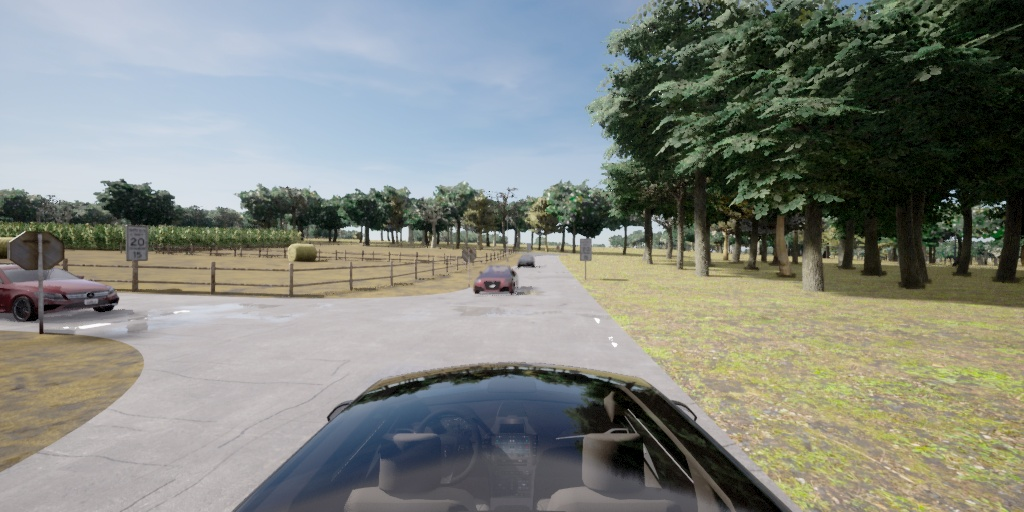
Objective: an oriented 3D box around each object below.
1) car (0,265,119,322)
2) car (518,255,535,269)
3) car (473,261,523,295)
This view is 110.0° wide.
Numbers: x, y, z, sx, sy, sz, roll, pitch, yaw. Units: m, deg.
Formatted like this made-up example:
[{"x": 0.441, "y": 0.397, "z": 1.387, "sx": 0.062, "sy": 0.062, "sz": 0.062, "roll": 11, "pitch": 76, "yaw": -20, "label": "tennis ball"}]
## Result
[{"x": -14.233, "y": 0.988, "z": 10.461, "sx": 4.674, "sy": 1.442, "sz": 1.812, "roll": 1, "pitch": 1, "yaw": 7, "label": "car"}, {"x": 1.747, "y": 0.638, "z": 42.595, "sx": 1.882, "sy": 1.535, "sz": 5.008, "roll": 0, "pitch": 1, "yaw": 6, "label": "car"}, {"x": -0.722, "y": 1.184, "z": 18.785, "sx": 1.994, "sy": 1.385, "sz": 4.181, "roll": 0, "pitch": 1, "yaw": 6, "label": "car"}]
